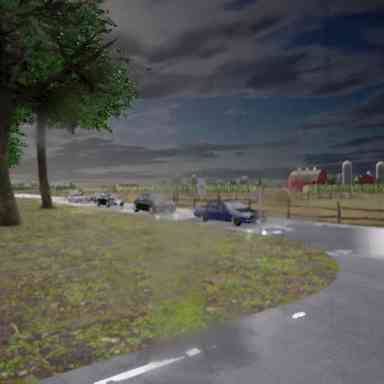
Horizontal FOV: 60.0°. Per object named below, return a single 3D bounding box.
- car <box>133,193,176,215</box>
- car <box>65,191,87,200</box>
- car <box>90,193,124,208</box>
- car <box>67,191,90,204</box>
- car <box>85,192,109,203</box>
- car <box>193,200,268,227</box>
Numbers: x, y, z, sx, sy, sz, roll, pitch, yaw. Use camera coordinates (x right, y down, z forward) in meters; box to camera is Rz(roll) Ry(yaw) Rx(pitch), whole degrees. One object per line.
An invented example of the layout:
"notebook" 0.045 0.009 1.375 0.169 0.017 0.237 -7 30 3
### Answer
"car" -3.284 0.909 28.741 2.097 1.767 4.553 -1 2 -36
"car" -19.755 0.560 56.373 2.128 1.511 4.902 -1 1 -36
"car" -9.138 0.899 36.850 2.128 1.511 4.902 -1 2 -36
"car" -15.566 0.860 45.802 1.895 1.301 4.718 -1 1 -35
"car" -13.832 0.757 48.281 1.994 1.385 4.181 -1 1 -35
"car" 2.241 1.258 21.107 2.033 1.411 5.357 -1 2 -36
